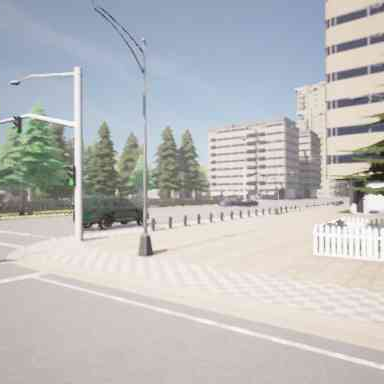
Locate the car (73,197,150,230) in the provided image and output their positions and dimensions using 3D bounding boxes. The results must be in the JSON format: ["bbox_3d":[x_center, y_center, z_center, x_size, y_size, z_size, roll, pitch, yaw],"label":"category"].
[{"bbox_3d":[-5.330,1.334,22.688,2.150,2.045,5.566,-1,0,36],"label":"car"}]

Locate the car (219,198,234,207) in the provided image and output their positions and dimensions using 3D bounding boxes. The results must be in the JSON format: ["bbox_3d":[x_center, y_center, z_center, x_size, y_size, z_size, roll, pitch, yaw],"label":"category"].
[{"bbox_3d":[6.353,1.782,57.126,1.812,1.442,4.674,-1,-1,36],"label":"car"}]

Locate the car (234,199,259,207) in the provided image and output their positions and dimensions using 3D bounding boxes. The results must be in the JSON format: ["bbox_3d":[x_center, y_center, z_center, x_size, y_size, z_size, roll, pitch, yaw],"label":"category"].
[{"bbox_3d":[9.354,1.823,55.300,1.895,1.301,4.718,-1,0,36],"label":"car"}]
